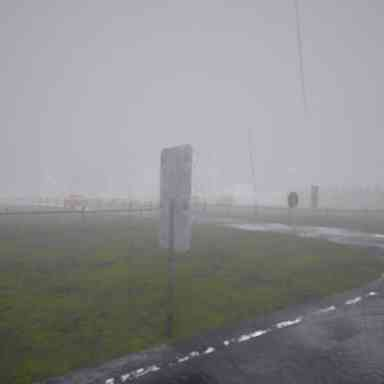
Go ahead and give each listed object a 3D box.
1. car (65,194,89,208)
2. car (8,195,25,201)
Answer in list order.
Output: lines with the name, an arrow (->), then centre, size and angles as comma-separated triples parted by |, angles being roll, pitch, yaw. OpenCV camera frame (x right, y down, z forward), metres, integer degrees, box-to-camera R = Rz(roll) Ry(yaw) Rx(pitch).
car -> -17.667, 1.306, 50.530 | 2.150, 2.045, 5.566 | 2, -1, -40
car -> -43.004, 1.547, 82.138 | 1.882, 1.535, 5.008 | 2, -1, -45
